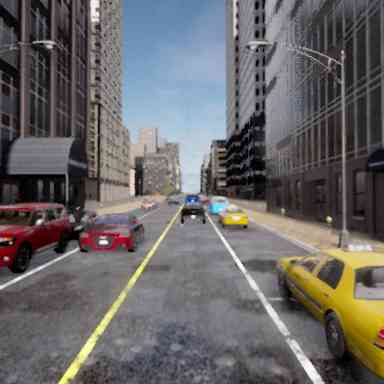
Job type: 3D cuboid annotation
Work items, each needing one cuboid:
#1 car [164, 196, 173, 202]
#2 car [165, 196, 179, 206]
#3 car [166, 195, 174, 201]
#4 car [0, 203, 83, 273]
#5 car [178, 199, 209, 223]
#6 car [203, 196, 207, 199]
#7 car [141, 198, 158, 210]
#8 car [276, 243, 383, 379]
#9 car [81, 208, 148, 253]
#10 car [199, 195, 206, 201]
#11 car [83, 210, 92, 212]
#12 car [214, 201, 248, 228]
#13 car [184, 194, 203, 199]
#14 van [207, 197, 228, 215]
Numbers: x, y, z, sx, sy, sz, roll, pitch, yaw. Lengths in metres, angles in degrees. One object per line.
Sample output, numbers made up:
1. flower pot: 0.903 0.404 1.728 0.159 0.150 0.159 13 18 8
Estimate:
1. car: -5.715 1.653 82.547 1.947 1.339 4.313 1 0 0
2. car: -3.076 1.657 55.648 1.895 1.301 4.718 0 0 1
3. car: -5.717 1.639 87.993 1.887 1.381 4.507 1 0 0
4. car: -5.645 1.326 10.959 2.192 1.841 5.009 1 0 0
5. car: 0.088 1.530 26.049 1.837 1.490 4.892 0 0 0
6. car: 2.675 1.645 61.273 1.802 1.307 4.206 1 0 0
7. car: -5.662 1.485 44.411 1.967 1.590 4.097 1 0 0
8. car: 2.701 1.531 5.670 1.752 1.417 4.829 1 0 0
9. car: -3.106 1.577 13.651 1.994 1.385 4.181 0 0 0
10. car: 2.663 1.620 88.216 1.752 1.417 4.829 1 0 0
11. car: -5.652 1.582 16.534 1.947 1.339 4.313 1 0 0
12. car: 2.693 1.548 22.402 1.752 1.417 4.829 1 0 0
13. car: 0.079 1.266 45.596 2.150 2.045 5.566 0 0 0
14. van: 2.692 1.375 33.387 1.690 1.788 3.998 1 0 0
